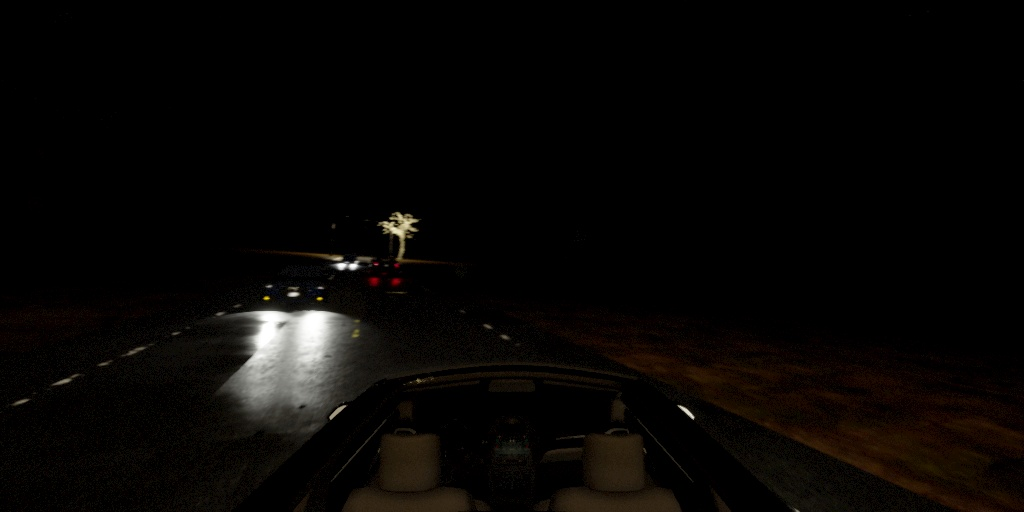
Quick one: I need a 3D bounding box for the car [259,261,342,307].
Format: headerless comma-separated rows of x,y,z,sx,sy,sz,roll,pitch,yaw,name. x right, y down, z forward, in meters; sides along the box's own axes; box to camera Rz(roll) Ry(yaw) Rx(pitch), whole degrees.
-7.522,0.977,12.981,1.994,1.385,4.181,4,-1,-23,car

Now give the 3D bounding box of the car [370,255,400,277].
-10.802,0.742,30.529,2.097,1.767,4.553,4,-1,-23,car

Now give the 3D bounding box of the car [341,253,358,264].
-23.720,0.420,52.173,1.895,1.301,4.718,4,-1,-22,car
